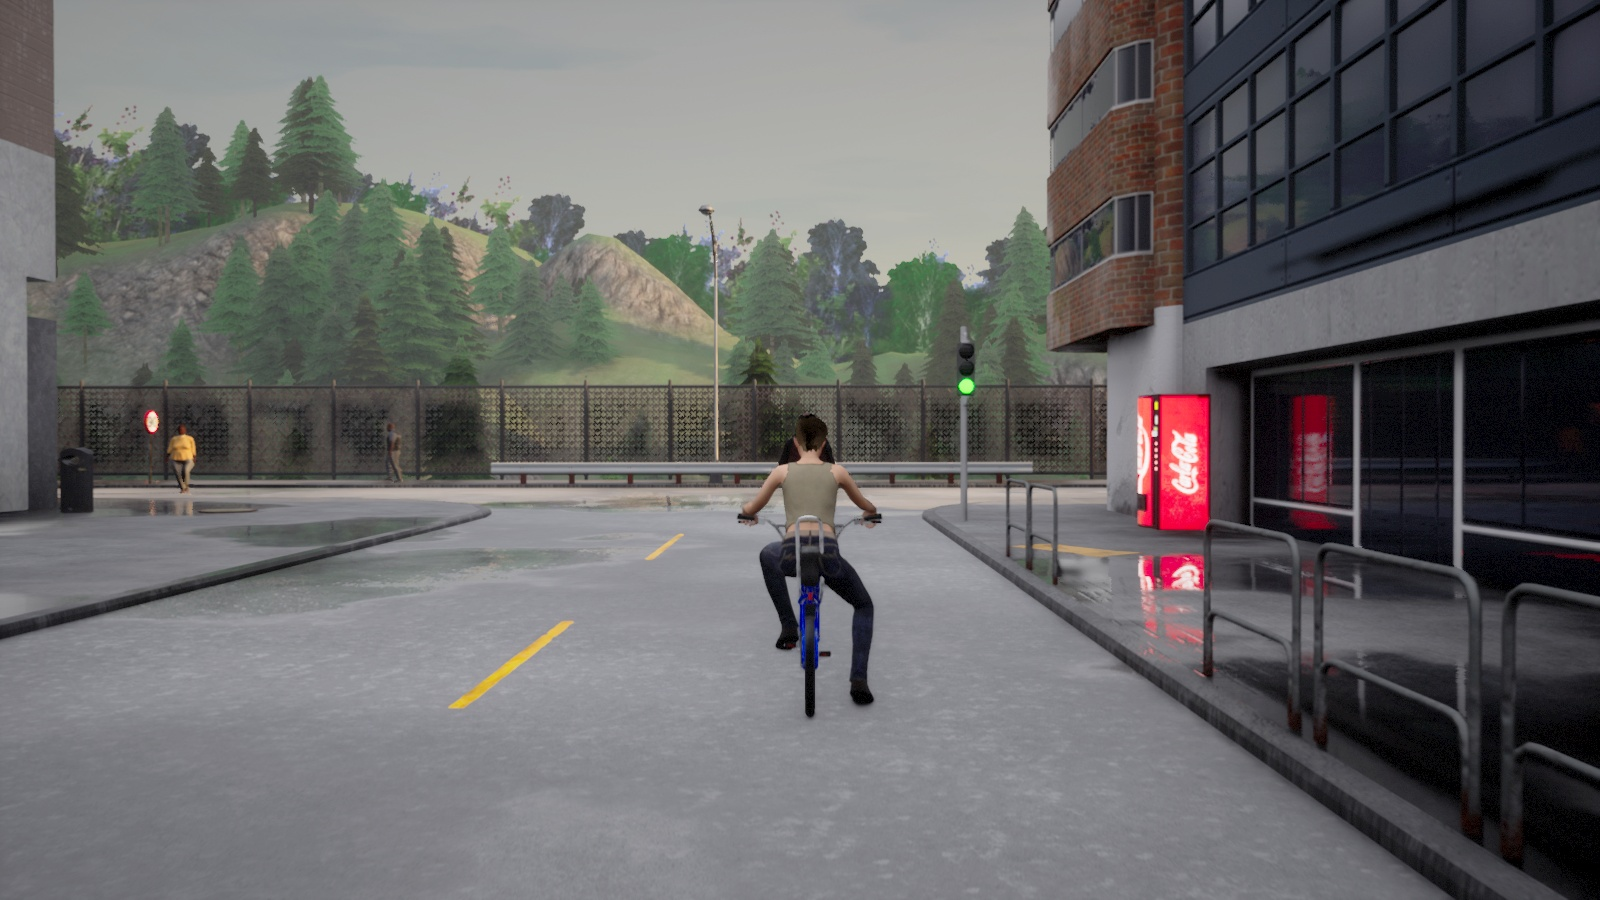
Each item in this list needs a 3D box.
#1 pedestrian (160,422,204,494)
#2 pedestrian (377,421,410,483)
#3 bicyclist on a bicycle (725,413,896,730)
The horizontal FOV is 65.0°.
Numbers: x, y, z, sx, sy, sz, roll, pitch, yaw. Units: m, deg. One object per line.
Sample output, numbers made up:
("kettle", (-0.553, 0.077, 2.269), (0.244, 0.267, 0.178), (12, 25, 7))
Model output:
("pedestrian", (-16.211, 0.199, 32.965), (0.874, 1.855, 0.900), (0, 1, -15))
("pedestrian", (-12.291, 0.057, 37.992), (0.849, 1.883, 0.563), (0, 1, -5))
("bicyclist on a bicycle", (0.055, 0.609, 7.141), (0.866, 1.612, 1.509), (0, 1, 0))
